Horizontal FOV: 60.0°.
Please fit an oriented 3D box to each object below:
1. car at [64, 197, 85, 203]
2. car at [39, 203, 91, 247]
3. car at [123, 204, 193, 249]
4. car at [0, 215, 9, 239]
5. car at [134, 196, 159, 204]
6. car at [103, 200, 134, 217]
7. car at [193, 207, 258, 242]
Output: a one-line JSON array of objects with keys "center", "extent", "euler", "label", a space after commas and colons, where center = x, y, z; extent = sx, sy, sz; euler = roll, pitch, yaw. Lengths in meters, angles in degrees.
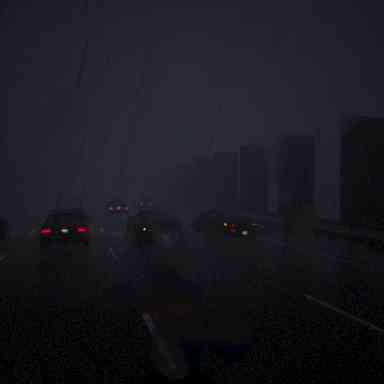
[{"center": [-12.086, 1.243, 34.296], "extent": [1.882, 1.535, 5.008], "euler": [0, 0, -19], "label": "car"}, {"center": [-5.424, 1.447, 14.462], "extent": [2.033, 1.411, 5.357], "euler": [0, 0, -18], "label": "car"}, {"center": [-1.650, 1.450, 14.184], "extent": [1.812, 1.442, 4.674], "euler": [0, 1, -18], "label": "car"}, {"center": [-8.691, 1.362, 13.183], "extent": [1.882, 1.535, 5.008], "euler": [0, 0, -18], "label": "car"}, {"center": [-4.847, 1.162, 34.775], "extent": [2.097, 1.767, 4.553], "euler": [0, 0, -19], "label": "car"}, {"center": [-6.740, 1.368, 29.488], "extent": [2.033, 1.411, 5.357], "euler": [0, 0, -18], "label": "car"}, {"center": [1.460, 1.461, 15.931], "extent": [1.812, 1.442, 4.674], "euler": [0, 0, -18], "label": "car"}]
